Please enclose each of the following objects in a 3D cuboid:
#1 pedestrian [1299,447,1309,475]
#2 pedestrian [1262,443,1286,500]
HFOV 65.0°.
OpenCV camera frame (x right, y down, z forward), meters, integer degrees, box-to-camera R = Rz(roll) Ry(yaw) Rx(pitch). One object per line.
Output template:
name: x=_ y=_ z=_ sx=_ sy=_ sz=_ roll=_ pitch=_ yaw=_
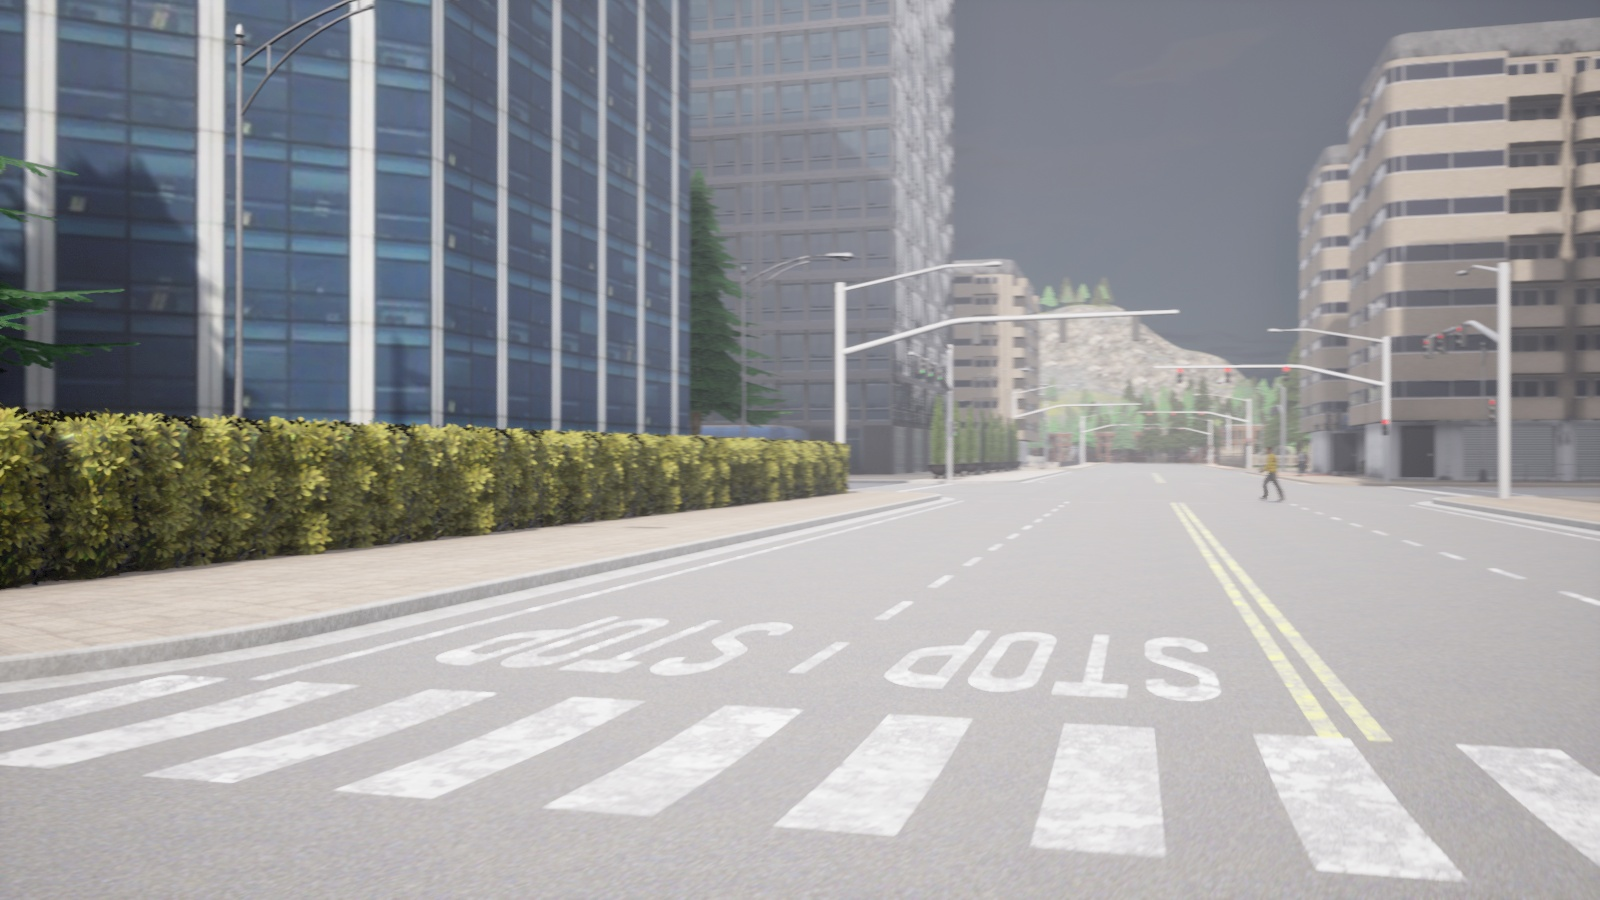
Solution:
pedestrian: x=34.151 y=0.731 z=85.037 sx=0.540 sy=1.848 sz=0.694 roll=0 pitch=0 yaw=16
pedestrian: x=15.575 y=0.702 z=41.283 sx=0.709 sy=1.840 sz=0.431 roll=0 pitch=0 yaw=22
